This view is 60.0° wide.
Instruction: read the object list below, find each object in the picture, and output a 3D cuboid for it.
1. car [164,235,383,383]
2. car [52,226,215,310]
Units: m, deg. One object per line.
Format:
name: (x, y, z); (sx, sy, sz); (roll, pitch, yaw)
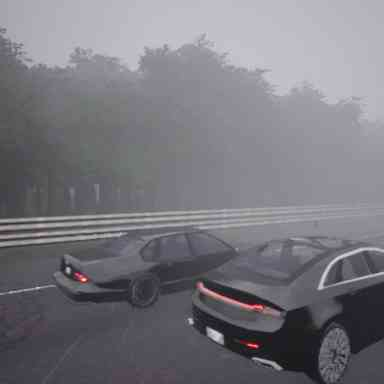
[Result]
car: (2.242, 1.481, 5.353); (4.902, 1.511, 2.128); (0, 0, -36)
car: (-0.330, 1.541, 7.822); (5.357, 1.411, 2.033); (0, 0, -35)
